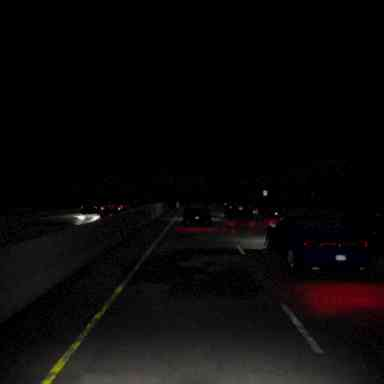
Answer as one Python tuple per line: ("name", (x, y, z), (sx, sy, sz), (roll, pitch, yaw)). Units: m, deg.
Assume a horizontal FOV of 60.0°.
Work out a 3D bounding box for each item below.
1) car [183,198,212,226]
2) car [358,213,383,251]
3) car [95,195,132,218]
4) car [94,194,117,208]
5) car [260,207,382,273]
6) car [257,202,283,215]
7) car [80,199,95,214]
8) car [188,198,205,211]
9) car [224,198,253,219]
("car", (0.363, 1.475, 23.654), (1.882, 1.535, 5.008), (0, 0, 1))
("car", (7.256, 1.576, 13.802), (1.994, 1.385, 4.181), (0, 0, 1))
("car", (-6.754, 1.335, 29.830), (2.097, 1.767, 4.553), (0, 0, 1))
("car", (-13.421, 1.494, 52.040), (2.150, 2.045, 5.566), (0, -3, 1))
("car", (3.722, 1.483, 10.733), (1.882, 1.535, 5.008), (0, 0, 1))
("car", (7.455, 1.610, 31.496), (1.895, 1.301, 4.718), (0, 0, 1))
("car", (-10.185, 1.453, 35.164), (1.882, 1.535, 5.008), (0, 0, 1))
("car", (0.580, 1.502, 42.392), (2.128, 1.511, 4.902), (0, -1, 1))
("car", (3.923, 1.355, 28.748), (2.097, 1.767, 4.553), (0, 0, 1))
